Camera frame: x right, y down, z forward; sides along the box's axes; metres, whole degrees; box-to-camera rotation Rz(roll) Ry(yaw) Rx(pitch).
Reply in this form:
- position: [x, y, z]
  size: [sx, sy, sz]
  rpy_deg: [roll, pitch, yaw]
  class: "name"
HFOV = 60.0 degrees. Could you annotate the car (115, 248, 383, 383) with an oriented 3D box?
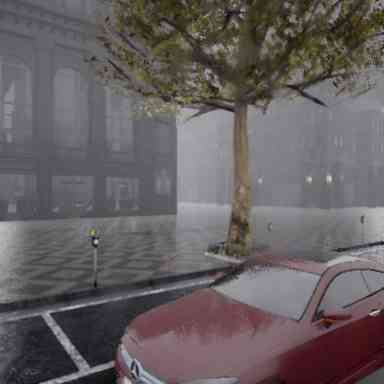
- position: [1.359, 1.546, 4.338]
  size: [4.674, 1.442, 1.812]
  rpy_deg: [0, 0, -35]
  class: "car"
